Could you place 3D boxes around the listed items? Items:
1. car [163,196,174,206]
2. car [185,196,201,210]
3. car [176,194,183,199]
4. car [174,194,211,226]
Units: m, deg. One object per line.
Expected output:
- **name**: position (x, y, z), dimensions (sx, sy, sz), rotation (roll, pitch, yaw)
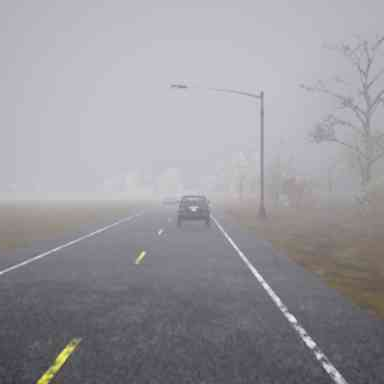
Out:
- **car**: position (-3.539, 1.390, 52.760), dimensions (2.033, 1.411, 5.357), rotation (0, 0, 1)
- **car**: position (0.115, 1.357, 42.883), dimensions (1.882, 1.535, 5.008), rotation (0, 0, 0)
- **car**: position (-3.471, 1.177, 92.645), dimensions (1.812, 1.442, 4.674), rotation (0, 0, 0)
- **car**: position (0.110, 1.164, 22.961), dimensions (2.150, 2.045, 5.566), rotation (0, 0, 0)
